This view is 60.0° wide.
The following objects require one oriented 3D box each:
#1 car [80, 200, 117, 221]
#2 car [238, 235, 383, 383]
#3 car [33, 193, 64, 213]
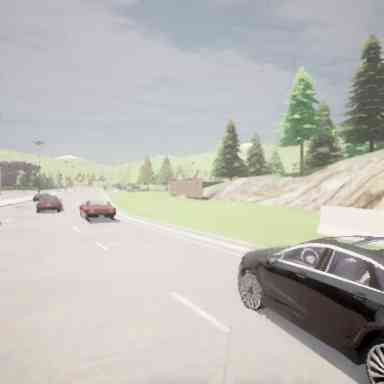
[{"bbox_3d":[-6.574,1.194,22.880,1.895,1.301,4.718,-1,1,-24],"label":"car"},{"bbox_3d":[2.370,1.390,4.868,2.128,1.511,4.902,0,1,-19],"label":"car"},{"bbox_3d":[-12.771,1.043,30.099,1.994,1.385,4.181,-1,1,-17],"label":"car"}]
